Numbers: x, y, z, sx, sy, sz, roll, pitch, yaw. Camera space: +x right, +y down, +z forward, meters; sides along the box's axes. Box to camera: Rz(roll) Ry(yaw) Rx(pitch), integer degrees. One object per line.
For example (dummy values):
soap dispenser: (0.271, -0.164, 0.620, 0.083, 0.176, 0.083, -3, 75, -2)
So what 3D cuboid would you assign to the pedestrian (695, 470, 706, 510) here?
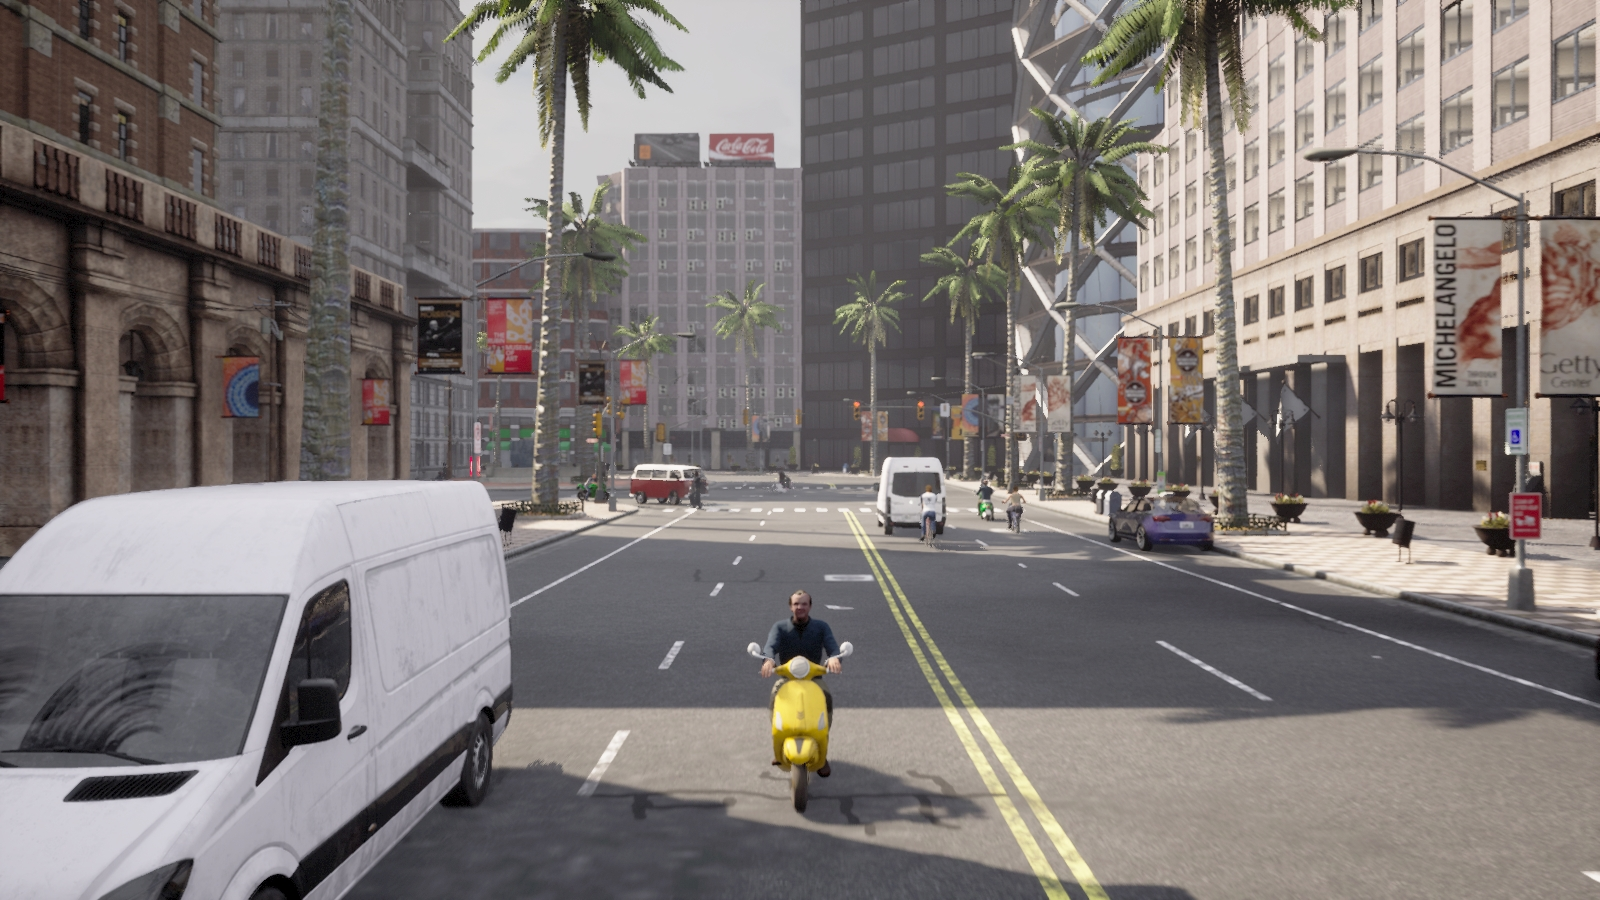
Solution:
pedestrian: (-4.622, 1.849, 52.944, 0.375, 1.860, 0.375, 0, 0, -30)

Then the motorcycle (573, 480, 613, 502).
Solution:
motorcycle: (-11.250, 2.213, 62.129, 2.033, 1.145, 0.803, 0, 0, 22)

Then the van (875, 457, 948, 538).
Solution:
van: (3.772, 1.535, 39.566, 1.988, 2.561, 5.915, 0, 0, 1)

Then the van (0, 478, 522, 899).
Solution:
van: (-3.501, 1.534, 7.328, 1.988, 2.561, 5.915, 0, 0, 0)

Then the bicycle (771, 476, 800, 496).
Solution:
bicycle: (-0.881, 2.210, 70.666, 1.835, 1.171, 0.329, 0, -1, -30)

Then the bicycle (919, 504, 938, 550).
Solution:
bicycle: (3.699, 2.206, 32.947, 0.373, 1.196, 1.643, 0, 0, 1)

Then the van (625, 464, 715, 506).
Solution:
van: (-6.741, 1.782, 58.887, 4.480, 2.038, 2.069, 0, 0, 39)
